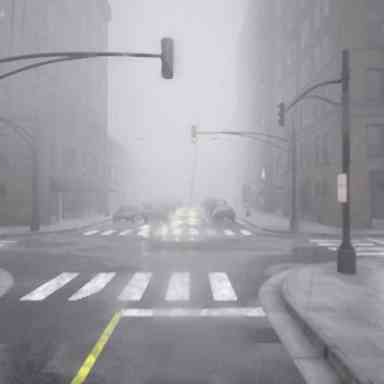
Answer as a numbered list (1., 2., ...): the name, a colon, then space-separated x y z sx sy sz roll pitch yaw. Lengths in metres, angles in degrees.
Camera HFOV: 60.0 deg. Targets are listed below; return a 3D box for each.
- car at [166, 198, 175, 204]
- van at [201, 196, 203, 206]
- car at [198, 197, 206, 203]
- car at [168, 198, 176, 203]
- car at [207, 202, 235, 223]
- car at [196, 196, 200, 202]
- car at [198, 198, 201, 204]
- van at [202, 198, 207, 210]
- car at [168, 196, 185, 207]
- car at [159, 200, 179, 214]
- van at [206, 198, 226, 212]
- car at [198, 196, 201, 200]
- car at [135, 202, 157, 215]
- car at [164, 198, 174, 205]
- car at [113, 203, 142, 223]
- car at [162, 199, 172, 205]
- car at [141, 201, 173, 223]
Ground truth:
1. car: -5.406 2.265 84.760 1.887 1.381 4.507 0 0 0
2. van: 2.626 1.779 50.671 1.690 1.788 3.998 0 0 0
3. car: 2.618 2.207 90.445 1.967 1.590 4.097 0 0 0
4. car: -5.407 2.333 90.441 1.947 1.339 4.313 0 0 0
5. car: 2.631 1.796 27.940 2.008 1.369 4.403 0 0 0
6. car: 2.619 2.265 84.761 1.887 1.381 4.507 0 0 0
7. car: 2.624 2.114 62.033 1.802 1.307 4.206 0 0 0
8. van: 2.628 1.731 44.988 1.690 1.788 3.998 0 0 0
9. car: -2.768 1.879 61.718 2.097 1.767 4.553 0 0 0
10. car: -2.860 1.948 39.974 1.895 1.301 4.718 0 0 0
11. van: 2.630 1.635 33.624 1.690 1.788 3.998 0 0 0
12. car: 2.623 2.106 67.885 1.752 1.417 4.829 0 0 0
13. car: -5.396 1.908 39.303 1.947 1.339 4.313 0 0 0
14. car: -5.405 2.224 79.077 2.008 1.369 4.403 0 0 0
15. car: -5.394 1.811 27.938 1.947 1.339 4.313 0 0 0
16. car: -5.403 2.171 73.395 1.887 1.381 4.507 0 0 0
17. car: -2.851 1.770 27.789 1.812 1.442 4.674 0 0 0
